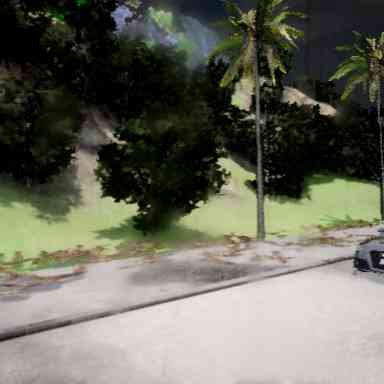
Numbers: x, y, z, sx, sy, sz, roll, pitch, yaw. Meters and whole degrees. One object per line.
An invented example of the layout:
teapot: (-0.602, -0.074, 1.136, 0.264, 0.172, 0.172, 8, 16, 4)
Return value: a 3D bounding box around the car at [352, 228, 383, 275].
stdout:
car: (6.242, 1.480, 9.054, 4.181, 1.385, 1.994, -1, 0, -35)
